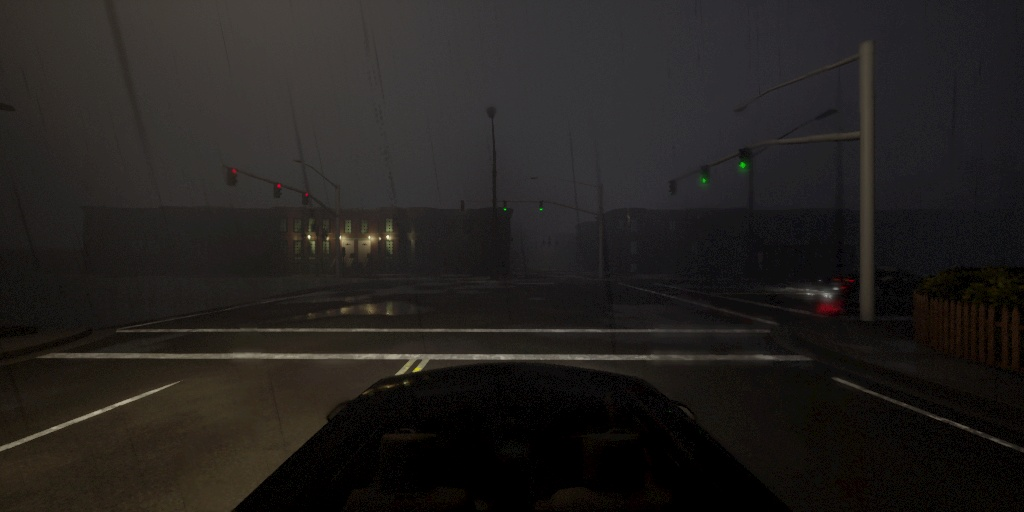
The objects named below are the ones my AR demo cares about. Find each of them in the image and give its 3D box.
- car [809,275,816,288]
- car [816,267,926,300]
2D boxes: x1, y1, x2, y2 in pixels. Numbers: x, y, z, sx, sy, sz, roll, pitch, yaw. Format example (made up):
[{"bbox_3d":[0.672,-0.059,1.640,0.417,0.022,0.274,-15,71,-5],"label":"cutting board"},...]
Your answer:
[{"bbox_3d":[19.933,1.313,20.863,4.181,1.385,1.994,0,0,0],"label":"car"},{"bbox_3d":[17.963,1.314,17.250,4.892,1.490,1.837,0,0,0],"label":"car"}]
